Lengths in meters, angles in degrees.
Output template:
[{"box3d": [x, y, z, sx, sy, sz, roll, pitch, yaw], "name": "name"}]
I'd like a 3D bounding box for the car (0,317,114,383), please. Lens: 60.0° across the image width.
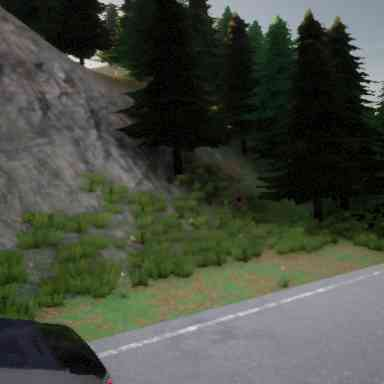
[{"box3d": [-2.533, 1.565, 1.831, 4.181, 1.385, 1.994, 0, 0, -36], "name": "car"}]
